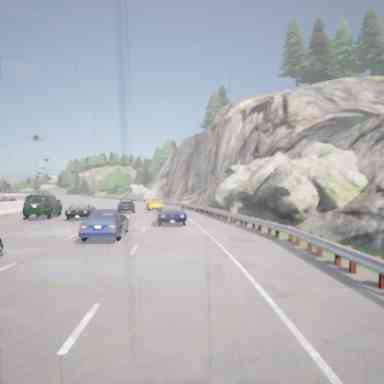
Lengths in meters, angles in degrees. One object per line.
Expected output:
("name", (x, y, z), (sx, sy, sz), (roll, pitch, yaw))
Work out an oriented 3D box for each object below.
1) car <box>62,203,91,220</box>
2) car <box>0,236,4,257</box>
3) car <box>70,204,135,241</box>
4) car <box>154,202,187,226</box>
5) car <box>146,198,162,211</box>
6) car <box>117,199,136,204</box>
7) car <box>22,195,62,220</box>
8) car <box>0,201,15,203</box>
("car", (-9.211, 1.610, 27.946), (1.895, 1.301, 4.718), (0, 0, -9))
("car", (-7.276, 1.538, 9.460), (1.812, 1.442, 4.674), (0, 0, -3))
("car", (-4.272, 1.550, 16.746), (2.033, 1.411, 5.357), (0, 0, -5))
("car", (-1.516, 1.595, 23.471), (1.895, 1.301, 4.718), (0, 0, -7))
("car", (-4.681, 1.471, 41.488), (1.882, 1.535, 5.008), (0, 0, -12))
("car", (-7.328, 1.492, 37.154), (2.128, 1.511, 4.902), (0, 0, -11))
("car", (-12.929, 1.238, 29.035), (2.150, 2.045, 5.566), (0, 0, -9))
("car", (-30.322, 1.538, 55.056), (2.128, 1.511, 4.902), (0, 0, -18))
